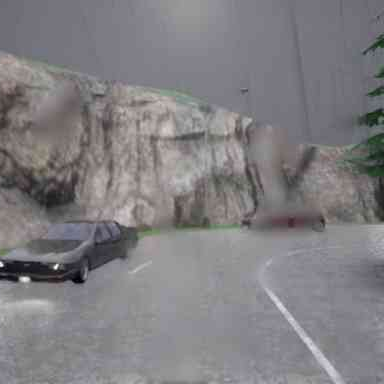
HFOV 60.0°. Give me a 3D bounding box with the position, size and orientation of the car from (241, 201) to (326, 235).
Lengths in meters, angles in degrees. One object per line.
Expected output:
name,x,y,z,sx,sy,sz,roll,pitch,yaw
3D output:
car,5.032,1.317,18.517,4.553,1.767,2.097,0,0,-17

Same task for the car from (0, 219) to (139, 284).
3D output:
car,-3.208,1.539,9.932,2.033,1.411,5.357,0,0,10
